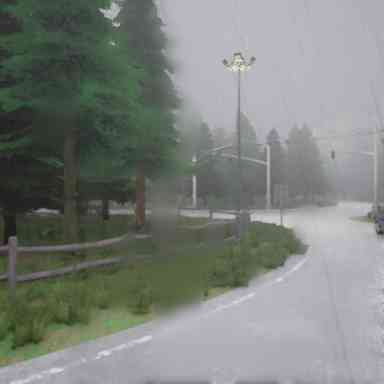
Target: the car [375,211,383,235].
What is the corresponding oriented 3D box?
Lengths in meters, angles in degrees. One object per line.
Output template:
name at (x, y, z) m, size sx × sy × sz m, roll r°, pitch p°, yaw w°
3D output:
car at (10.390, 1.338, 15.827) m, size 2.097 × 1.767 × 4.553 m, roll 0°, pitch 0°, yaw 14°
